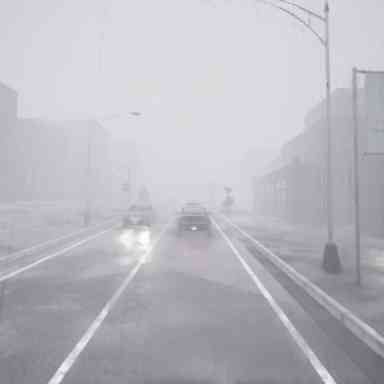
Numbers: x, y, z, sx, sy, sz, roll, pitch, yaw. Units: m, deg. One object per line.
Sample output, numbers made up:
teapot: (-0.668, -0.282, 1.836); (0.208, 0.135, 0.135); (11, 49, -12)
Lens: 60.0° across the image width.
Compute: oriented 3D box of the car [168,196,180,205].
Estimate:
car: (-3.497, 1.619, 65.211); (2.097, 1.767, 4.553); (0, 0, 0)

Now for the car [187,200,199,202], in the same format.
car: (0.111, 1.616, 36.841); (1.837, 1.490, 4.892); (0, 0, 0)

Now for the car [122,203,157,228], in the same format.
car: (-3.474, 1.542, 22.626); (2.128, 1.511, 4.902); (0, 0, 0)

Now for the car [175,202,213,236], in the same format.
car: (0.103, 1.543, 18.770); (1.837, 1.490, 4.892); (0, 0, 0)
